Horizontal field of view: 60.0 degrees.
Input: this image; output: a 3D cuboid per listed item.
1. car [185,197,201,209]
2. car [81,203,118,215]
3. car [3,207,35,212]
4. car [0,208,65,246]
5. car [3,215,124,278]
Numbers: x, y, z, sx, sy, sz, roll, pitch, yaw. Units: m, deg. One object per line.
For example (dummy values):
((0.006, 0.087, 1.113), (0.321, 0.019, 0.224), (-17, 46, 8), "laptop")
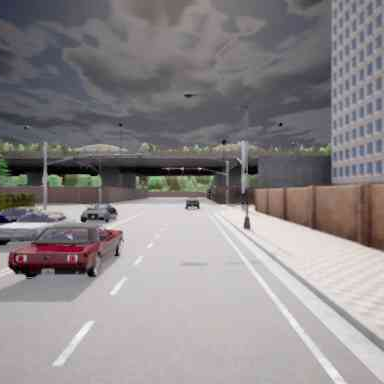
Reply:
((0.089, 1.485, 45.339), (1.837, 1.490, 4.892), (0, 0, 0), "car")
((-7.000, 1.570, 25.493), (1.994, 1.385, 4.181), (0, 0, 0), "car")
((-10.549, 1.606, 20.166), (1.895, 1.301, 4.718), (0, 0, 1), "car")
((-7.078, 1.605, 15.446), (1.895, 1.301, 4.718), (0, 0, 0), "car")
((-3.401, 1.603, 10.096), (1.895, 1.301, 4.718), (0, 0, 0), "car")
